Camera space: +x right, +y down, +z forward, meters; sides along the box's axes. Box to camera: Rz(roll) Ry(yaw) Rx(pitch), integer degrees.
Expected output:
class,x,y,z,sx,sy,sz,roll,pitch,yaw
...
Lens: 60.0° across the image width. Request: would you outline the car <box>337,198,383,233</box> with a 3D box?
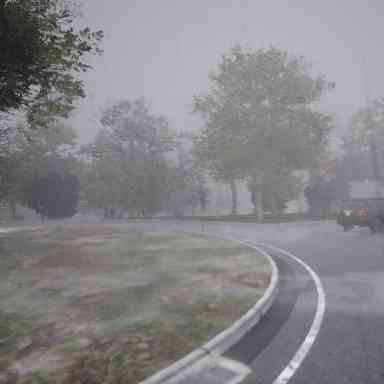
class,x,y,z,sx,sy,sz,roll,pitch,yaw
car,11.561,1.369,20.735,5.566,2.045,2.150,0,-1,-27
